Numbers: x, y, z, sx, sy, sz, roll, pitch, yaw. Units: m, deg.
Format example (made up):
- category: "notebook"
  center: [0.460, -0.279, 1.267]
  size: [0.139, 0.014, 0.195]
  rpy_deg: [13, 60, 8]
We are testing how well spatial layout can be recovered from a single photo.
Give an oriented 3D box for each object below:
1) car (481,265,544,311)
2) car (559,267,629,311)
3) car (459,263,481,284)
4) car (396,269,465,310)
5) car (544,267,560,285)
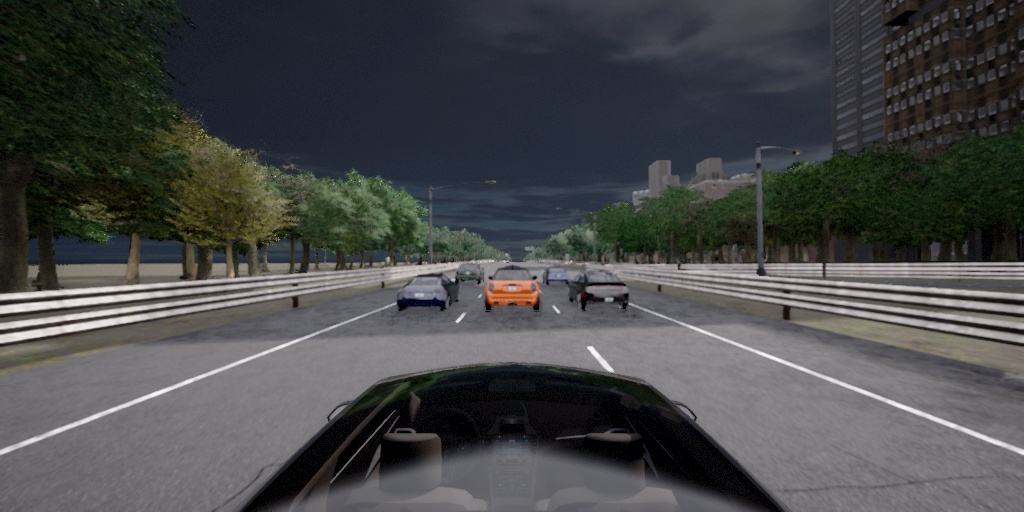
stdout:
- category: "car"
  center: [0.032, 1.239, 15.296]
  size: [2.097, 1.767, 4.553]
  rpy_deg: [0, -1, 0]
- category: "car"
  center: [3.531, 1.381, 15.368]
  size: [2.128, 1.511, 4.902]
  rpy_deg: [0, 0, 0]
- category: "car"
  center: [-3.459, 1.382, 30.293]
  size: [2.097, 1.767, 4.553]
  rpy_deg: [0, -1, 1]
- category: "car"
  center: [-3.466, 1.454, 15.507]
  size: [1.994, 1.385, 4.181]
  rpy_deg: [0, 0, 1]
- category: "car"
  center: [3.530, 1.571, 29.373]
  size: [2.033, 1.411, 5.357]
  rpy_deg: [0, 0, 0]
